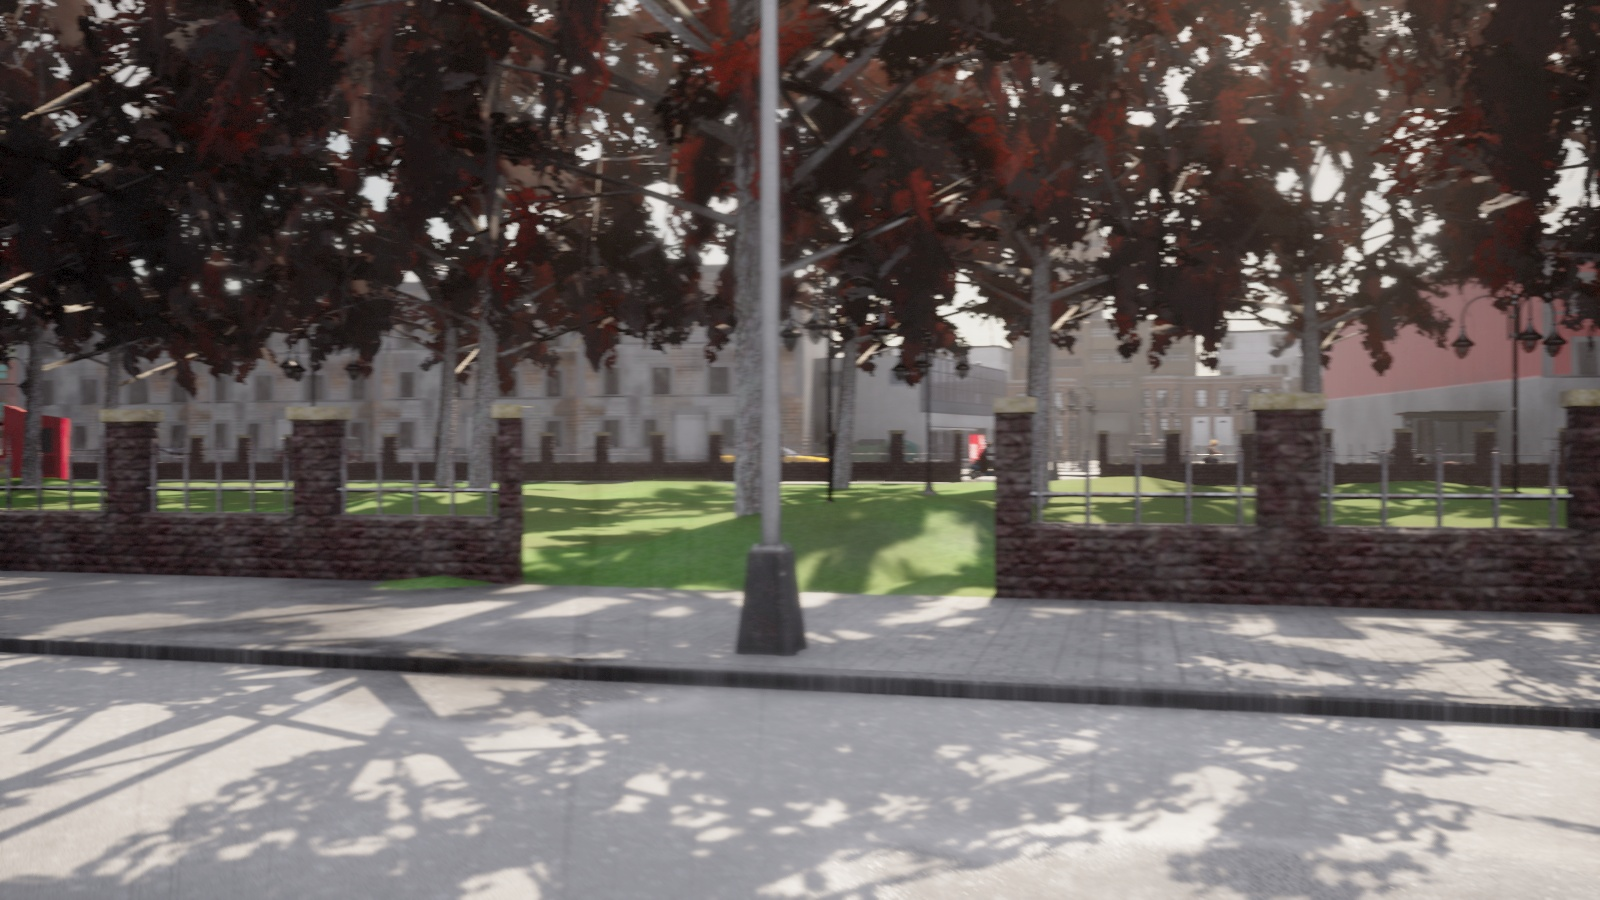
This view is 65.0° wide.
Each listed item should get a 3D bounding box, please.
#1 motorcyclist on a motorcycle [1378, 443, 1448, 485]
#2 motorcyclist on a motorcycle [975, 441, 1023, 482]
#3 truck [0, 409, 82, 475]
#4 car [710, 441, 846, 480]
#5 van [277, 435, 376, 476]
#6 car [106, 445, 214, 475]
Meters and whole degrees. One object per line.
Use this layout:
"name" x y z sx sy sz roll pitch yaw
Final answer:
"motorcyclist on a motorcycle" 22.553 0.509 46.274 2.191 1.530 0.866 0 0 15
"motorcyclist on a motorcycle" 7.967 0.448 50.228 1.817 1.590 0.866 0 0 15
"truck" -43.427 -0.432 68.007 7.936 3.462 2.891 0 0 11
"car" -0.908 0.450 52.630 5.366 1.575 1.801 0 0 15
"van" -23.701 0.273 62.918 4.442 1.987 1.775 0 0 15
"car" -33.381 0.490 65.527 4.902 1.511 2.128 0 0 15
